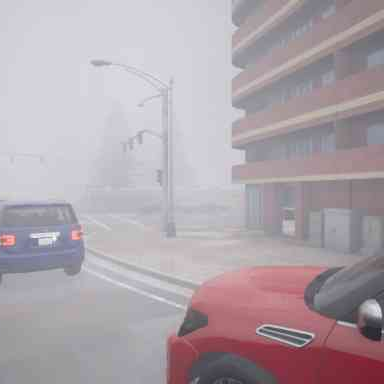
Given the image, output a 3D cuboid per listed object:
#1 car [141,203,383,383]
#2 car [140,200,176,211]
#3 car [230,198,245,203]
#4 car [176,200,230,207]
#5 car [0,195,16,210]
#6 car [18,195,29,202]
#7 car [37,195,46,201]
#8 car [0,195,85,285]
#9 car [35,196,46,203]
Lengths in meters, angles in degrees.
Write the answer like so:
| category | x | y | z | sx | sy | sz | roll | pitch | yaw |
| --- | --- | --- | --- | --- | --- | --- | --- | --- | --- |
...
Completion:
| category | x | y | z | sx | sy | sz | roll | pitch | yaw |
| --- | --- | --- | --- | --- | --- | --- | --- | --- | --- |
| car | 2.392 | 1.221 | 2.420 | 5.566 | 2.045 | 2.150 | 0 | 0 | 36 |
| car | -3.344 | 1.581 | 36.126 | 4.674 | 1.442 | 1.812 | 0 | 0 | -23 |
| car | 5.178 | 1.533 | 39.703 | 5.008 | 1.535 | 1.882 | 0 | 0 | -23 |
| car | 1.115 | 1.656 | 34.215 | 4.718 | 1.301 | 1.895 | 0 | 0 | -23 |
| car | -24.347 | 1.352 | 43.259 | 2.097 | 1.767 | 4.553 | 0 | 0 | -23 |
| car | -38.189 | 1.500 | 75.586 | 1.837 | 1.490 | 4.892 | 0 | 0 | -23 |
| car | -37.309 | 1.478 | 82.452 | 1.882 | 1.535 | 5.008 | 0 | 0 | -23 |
| car | -4.917 | 1.221 | 9.767 | 2.150 | 2.045 | 5.566 | 0 | 0 | -36 |
| car | -33.275 | 1.540 | 72.982 | 2.033 | 1.411 | 5.357 | 0 | 0 | -23 |
